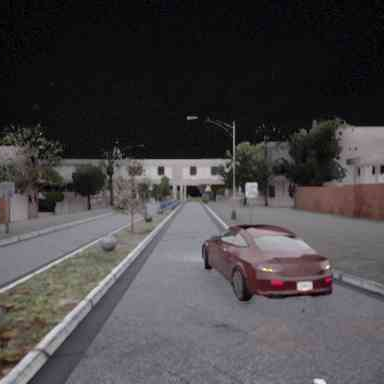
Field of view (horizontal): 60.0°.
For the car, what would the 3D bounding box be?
[{"bbox_3d":[1.566,1.521,8.265,1.812,1.442,4.674,0,0,-12],"label":"car"}]
